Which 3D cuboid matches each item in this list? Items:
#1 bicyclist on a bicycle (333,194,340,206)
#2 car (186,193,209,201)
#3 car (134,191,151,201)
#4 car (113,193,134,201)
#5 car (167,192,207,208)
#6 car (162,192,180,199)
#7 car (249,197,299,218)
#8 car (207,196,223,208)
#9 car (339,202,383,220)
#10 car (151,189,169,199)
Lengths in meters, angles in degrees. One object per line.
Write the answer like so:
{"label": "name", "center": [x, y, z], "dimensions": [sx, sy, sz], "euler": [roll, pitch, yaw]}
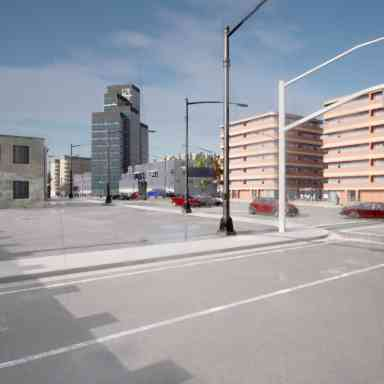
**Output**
{"label": "bicyclist on a bicycle", "center": [20.042, 1.094, 45.989], "dimensions": [1.656, 1.620, 0.582], "euler": [0, 1, -34]}
{"label": "car", "center": [1.042, 0.959, 63.344], "dimensions": [1.895, 1.301, 4.718], "euler": [0, 1, -34]}
{"label": "car", "center": [-9.839, 0.818, 60.652], "dimensions": [1.812, 1.442, 4.674], "euler": [0, 1, -34]}
{"label": "car", "center": [-12.308, 0.867, 58.054], "dimensions": [1.994, 1.385, 4.181], "euler": [0, 1, -34]}
{"label": "car", "center": [-0.679, 1.147, 40.890], "dimensions": [1.882, 1.535, 5.008], "euler": [0, 1, -33]}
{"label": "car", "center": [-4.592, 0.661, 71.584], "dimensions": [1.994, 1.385, 4.181], "euler": [0, 1, -34]}
{"label": "car", "center": [7.166, 1.231, 29.406], "dimensions": [2.097, 1.767, 4.553], "euler": [0, 1, -34]}
{"label": "car", "center": [1.930, 1.207, 43.267], "dimensions": [2.033, 1.411, 5.357], "euler": [0, 1, -34]}
{"label": "car", "center": [14.220, 1.492, 25.512], "dimensions": [2.033, 1.411, 5.357], "euler": [0, 0, -37]}
{"label": "car", "center": [-7.497, 0.334, 69.631], "dimensions": [2.150, 2.045, 5.566], "euler": [0, 1, -34]}
